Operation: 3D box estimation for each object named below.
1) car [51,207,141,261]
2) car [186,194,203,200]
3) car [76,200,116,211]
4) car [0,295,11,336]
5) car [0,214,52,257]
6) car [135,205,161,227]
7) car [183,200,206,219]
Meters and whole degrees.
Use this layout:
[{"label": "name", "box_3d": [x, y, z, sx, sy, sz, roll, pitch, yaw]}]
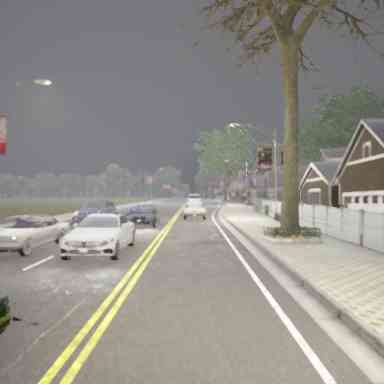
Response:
[{"label": "car", "box_3d": [-3.292, 1.518, 12.460, 1.812, 1.442, 4.674, 0, 0, 0]}, {"label": "car", "box_3d": [0.292, 1.306, 46.413, 2.150, 2.045, 5.566, 0, 0, 0]}, {"label": "car", "box_3d": [-6.466, 1.350, 22.669, 2.097, 1.767, 4.553, 0, 0, 1]}, {"label": "car", "box_3d": [-3.347, 1.595, 2.205, 1.895, 1.301, 4.718, 0, 0, 0]}, {"label": "car", "box_3d": [-6.546, 1.589, 13.047, 1.895, 1.301, 4.718, 0, 0, 0]}, {"label": "car", "box_3d": [-3.222, 1.566, 22.402, 1.994, 1.385, 4.181, 0, 0, 1]}, {"label": "car", "box_3d": [0.222, 1.622, 29.236, 1.895, 1.301, 4.718, 0, 0, 0]}]
